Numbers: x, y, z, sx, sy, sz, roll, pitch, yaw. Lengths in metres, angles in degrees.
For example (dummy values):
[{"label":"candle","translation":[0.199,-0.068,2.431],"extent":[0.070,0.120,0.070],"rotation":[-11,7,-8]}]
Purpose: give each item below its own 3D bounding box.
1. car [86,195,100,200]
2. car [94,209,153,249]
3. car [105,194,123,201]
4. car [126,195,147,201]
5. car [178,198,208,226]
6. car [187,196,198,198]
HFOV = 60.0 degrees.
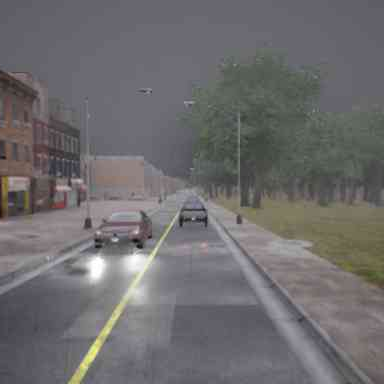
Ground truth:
[{"label":"car","translation":[-24.168,1.346,79.465],"extent":[4.206,1.307,1.802],"rotation":[0,1,0]},{"label":"car","translation":[-2.758,1.470,14.335],"extent":[1.812,1.442,4.674],"rotation":[0,0,0]},{"label":"car","translation":[-18.627,1.238,79.495],"extent":[4.097,1.590,1.967],"rotation":[0,1,0]},{"label":"car","translation":[-13.256,1.357,79.527],"extent":[4.829,1.417,1.752],"rotation":[0,1,0]},{"label":"car","translation":[0.096,1.419,22.526],"extent":[2.128,1.511,4.902],"rotation":[0,0,0]},{"label":"car","translation":[0.099,1.291,41.373],"extent":[2.097,1.767,4.553],"rotation":[0,0,0]}]
